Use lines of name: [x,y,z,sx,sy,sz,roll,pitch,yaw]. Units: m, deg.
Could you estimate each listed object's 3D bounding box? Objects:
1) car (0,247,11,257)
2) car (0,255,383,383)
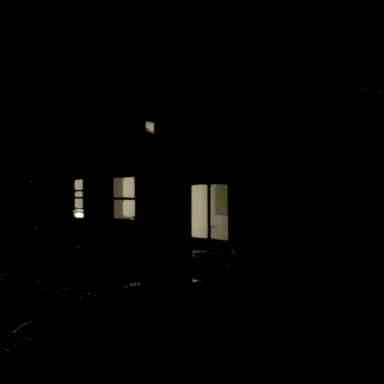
car: [-4.791,1.511,6.313,4.507,1.381,1.887,0,0,36]
car: [-0.541,1.556,3.270,4.313,1.339,1.947,0,0,36]
